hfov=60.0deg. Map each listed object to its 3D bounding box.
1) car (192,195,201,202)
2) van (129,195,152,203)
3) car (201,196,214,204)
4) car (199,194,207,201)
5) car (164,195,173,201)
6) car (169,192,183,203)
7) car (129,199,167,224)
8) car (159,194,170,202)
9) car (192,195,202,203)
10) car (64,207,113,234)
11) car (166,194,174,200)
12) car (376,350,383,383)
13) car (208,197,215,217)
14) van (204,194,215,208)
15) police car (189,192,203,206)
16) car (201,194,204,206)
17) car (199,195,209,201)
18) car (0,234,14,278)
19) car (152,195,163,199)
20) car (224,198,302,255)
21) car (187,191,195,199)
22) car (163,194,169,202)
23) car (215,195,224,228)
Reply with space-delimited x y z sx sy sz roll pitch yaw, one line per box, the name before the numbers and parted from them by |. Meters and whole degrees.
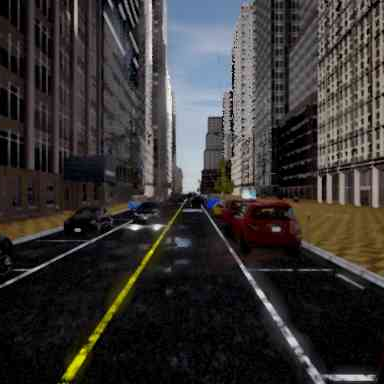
car | 0.900 1.319 69.105 1.837 1.490 4.892 0 0 0
van | -5.681 1.242 35.799 1.690 1.788 3.998 0 0 0
car | 2.697 1.392 58.535 2.008 1.369 4.403 0 0 0
car | 2.698 1.223 81.290 1.967 1.590 4.097 0 0 0
car | -5.683 1.334 81.313 2.008 1.369 4.403 0 0 0
car | -3.011 1.046 65.055 2.150 2.045 5.566 0 0 0
car | -3.097 1.458 24.414 1.812 1.442 4.674 0 0 0
car | -5.682 1.252 69.935 1.967 1.590 4.097 0 0 0
car | 0.900 1.334 63.105 1.837 1.490 4.892 0 0 0
car | -5.684 1.514 18.733 1.947 1.339 4.313 0 0 0
car | -5.683 1.314 87.002 1.887 1.381 4.507 0 0 0
car | 2.696 1.577 1.646 1.802 1.307 4.206 0 0 0
car | 2.697 1.441 30.260 1.752 1.417 4.829 0 0 0
van | 2.699 1.227 41.468 1.690 1.788 3.998 0 0 0
police car | 0.901 1.280 53.214 1.930 1.638 5.238 0 0 0
car | 2.697 1.421 47.157 2.008 1.369 4.403 0 0 0
car | 2.697 1.348 75.602 2.008 1.369 4.403 0 0 0
car | -5.685 1.545 7.354 1.947 1.339 4.313 0 0 0
car | -5.684 1.437 47.178 1.947 1.339 4.313 0 0 0
car | 2.699 1.279 13.023 2.192 1.841 5.009 0 0 0
car | 0.001 0.861 86.257 2.150 2.045 5.566 0 0 0
car | -5.683 1.392 58.556 2.008 1.369 4.403 0 0 0
car | 2.699 1.263 18.712 2.192 1.841 5.009 0 0 0
